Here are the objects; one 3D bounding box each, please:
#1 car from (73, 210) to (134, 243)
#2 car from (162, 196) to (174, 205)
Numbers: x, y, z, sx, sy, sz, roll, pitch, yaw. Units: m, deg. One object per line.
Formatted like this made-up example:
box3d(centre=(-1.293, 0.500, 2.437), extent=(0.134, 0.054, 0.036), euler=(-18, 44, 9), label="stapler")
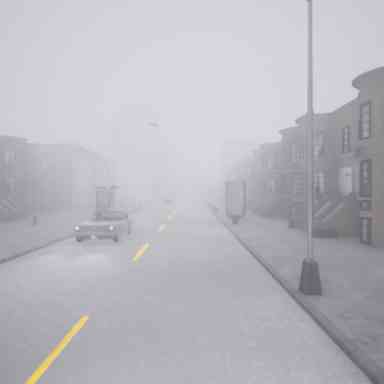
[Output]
box3d(centre=(-4.105, 1.585, 16.117), extent=(1.895, 1.301, 4.718), euler=(0, 0, 0), label="car")
box3d(centre=(-4.070, 1.423, 57.006), extent=(1.882, 1.535, 5.008), euler=(0, 0, 0), label="car")
